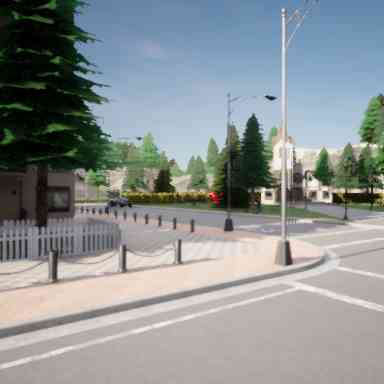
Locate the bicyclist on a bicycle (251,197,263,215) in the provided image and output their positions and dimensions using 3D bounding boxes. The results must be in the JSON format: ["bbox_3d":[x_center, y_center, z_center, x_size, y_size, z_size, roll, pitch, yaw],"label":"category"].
[{"bbox_3d":[5.985,1.311,30.592,1.656,1.620,0.582,0,0,-35],"label":"bicyclist on a bicycle"}]

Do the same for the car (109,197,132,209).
[{"bbox_3d":[-10.069,1.511,46.862,1.837,1.490,4.892,0,0,-34],"label":"car"}]
